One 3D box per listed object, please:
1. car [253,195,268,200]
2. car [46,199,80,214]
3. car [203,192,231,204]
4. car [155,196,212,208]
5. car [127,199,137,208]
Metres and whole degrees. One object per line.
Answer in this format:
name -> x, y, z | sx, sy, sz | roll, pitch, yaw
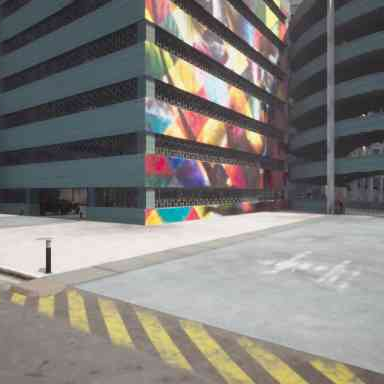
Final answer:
car -> 18.588, 1.481, 90.391 | 4.892, 1.521, 2.231 | 0, 0, 36
car -> -13.256, 1.413, 33.178 | 4.786, 1.482, 2.161 | 0, 0, 36
car -> 4.147, 1.028, 57.740 | 5.566, 2.045, 2.435 | 0, 0, 36
car -> -0.974, 1.320, 29.317 | 4.674, 1.452, 2.002 | 0, 0, 36
car -> -6.083, 1.463, 42.305 | 4.718, 1.301, 1.895 | 0, 0, 36
